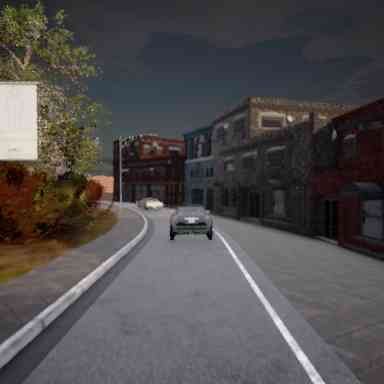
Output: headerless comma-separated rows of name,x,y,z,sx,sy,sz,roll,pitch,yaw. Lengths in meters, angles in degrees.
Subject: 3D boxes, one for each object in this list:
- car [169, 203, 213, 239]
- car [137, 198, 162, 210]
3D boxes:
car,-0.148,1.389,17.709,2.097,1.767,4.553,0,0,-3
car,-4.982,1.330,38.385,1.895,1.301,4.718,0,1,-23
